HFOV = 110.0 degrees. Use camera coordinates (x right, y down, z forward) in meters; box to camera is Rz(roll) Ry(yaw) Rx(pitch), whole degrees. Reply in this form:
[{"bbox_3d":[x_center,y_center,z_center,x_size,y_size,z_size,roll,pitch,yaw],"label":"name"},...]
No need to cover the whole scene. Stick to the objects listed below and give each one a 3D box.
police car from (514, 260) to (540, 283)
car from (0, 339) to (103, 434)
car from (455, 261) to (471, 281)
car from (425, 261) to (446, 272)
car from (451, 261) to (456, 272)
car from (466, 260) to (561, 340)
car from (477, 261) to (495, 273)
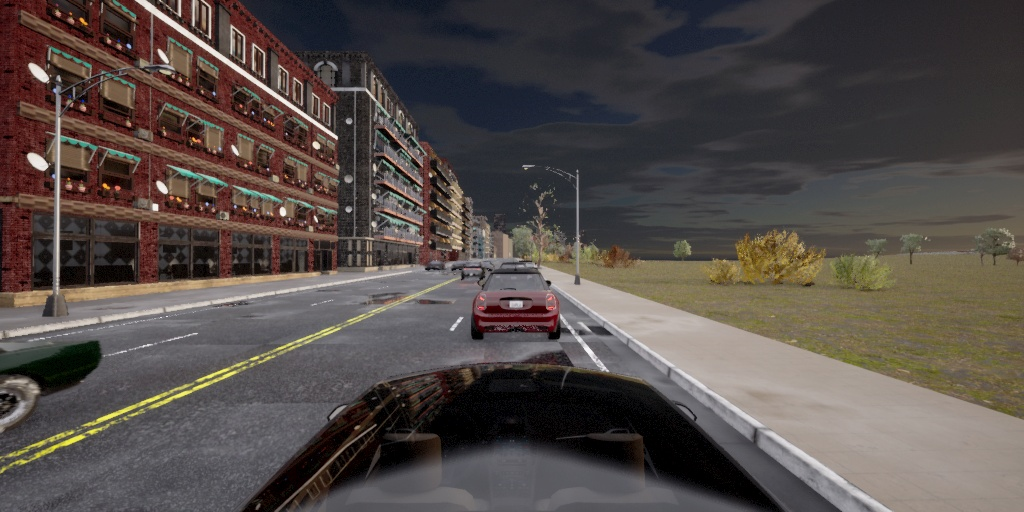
[{"bbox_3d":[1.110,1.179,29.437,1.930,1.638,5.238,0,0,0],"label":"police car"},{"bbox_3d":[-6.603,1.351,2.679,1.895,1.301,4.718,0,0,0],"label":"car"},{"bbox_3d":[-3.178,1.244,30.504,2.128,1.511,4.902,0,0,0],"label":"car"},{"bbox_3d":[-9.893,1.301,46.675,2.033,1.411,5.357,0,0,0],"label":"car"},{"bbox_3d":[-6.643,1.301,46.230,2.033,1.411,5.357,0,0,0],"label":"car"},{"bbox_3d":[0.084,1.103,10.169,2.097,1.767,4.553,0,0,0],"label":"car"},{"bbox_3d":[-3.188,1.317,45.184,1.994,1.385,4.181,0,0,0],"label":"car"}]
